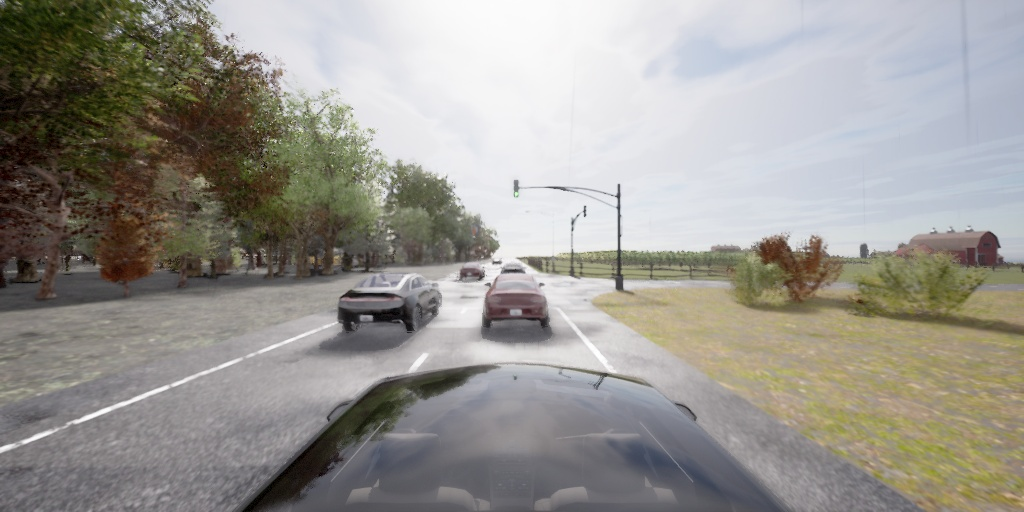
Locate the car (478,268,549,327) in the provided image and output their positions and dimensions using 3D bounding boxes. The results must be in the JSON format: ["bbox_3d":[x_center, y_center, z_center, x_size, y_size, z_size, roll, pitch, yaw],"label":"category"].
[{"bbox_3d":[0.102,1.277,11.454,1.812,1.442,4.674,0,0,0],"label":"car"}]

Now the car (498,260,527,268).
[{"bbox_3d":[0.096,1.257,28.555,1.837,1.490,4.892,0,0,0],"label":"car"}]

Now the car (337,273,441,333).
[{"bbox_3d":[-3.401,1.242,10.792,2.128,1.511,4.902,0,0,0],"label":"car"}]

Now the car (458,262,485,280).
[{"bbox_3d":[-3.405,1.276,31.133,1.812,1.442,4.674,0,0,0],"label":"car"}]
